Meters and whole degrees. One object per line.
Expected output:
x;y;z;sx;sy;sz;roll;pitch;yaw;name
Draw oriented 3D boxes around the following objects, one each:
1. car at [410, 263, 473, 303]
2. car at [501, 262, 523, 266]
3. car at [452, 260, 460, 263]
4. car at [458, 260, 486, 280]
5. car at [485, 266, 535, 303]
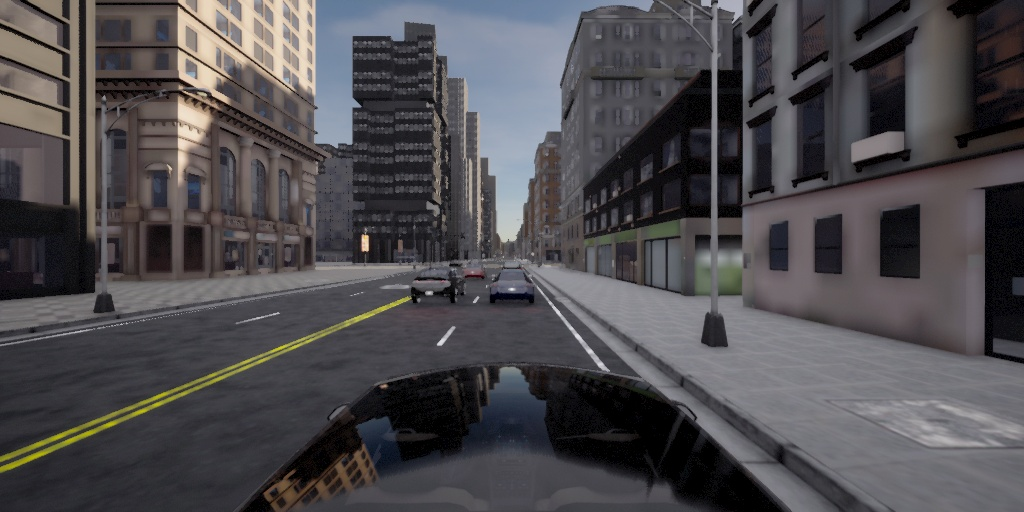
-3.250;1.242;16.500;2.128;1.511;4.902;0;0;0;car
0.000;1.230;31.500;1.882;1.535;5.008;0;0;0;car
-9.750;1.401;62.470;1.895;1.301;4.718;0;0;0;car
-3.250;1.317;31.500;1.994;1.385;4.181;0;0;0;car
0.000;1.319;16.500;1.994;1.385;4.181;0;0;0;car
